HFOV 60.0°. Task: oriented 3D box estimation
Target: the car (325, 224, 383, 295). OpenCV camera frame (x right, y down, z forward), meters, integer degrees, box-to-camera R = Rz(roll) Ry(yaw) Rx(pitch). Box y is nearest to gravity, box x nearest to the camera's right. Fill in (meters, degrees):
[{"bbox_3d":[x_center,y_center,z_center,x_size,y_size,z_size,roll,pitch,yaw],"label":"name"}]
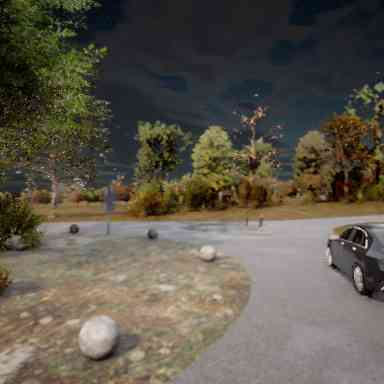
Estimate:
[{"bbox_3d":[4.927,1.604,8.797,1.837,1.490,4.892,0,0,10],"label":"car"}]
